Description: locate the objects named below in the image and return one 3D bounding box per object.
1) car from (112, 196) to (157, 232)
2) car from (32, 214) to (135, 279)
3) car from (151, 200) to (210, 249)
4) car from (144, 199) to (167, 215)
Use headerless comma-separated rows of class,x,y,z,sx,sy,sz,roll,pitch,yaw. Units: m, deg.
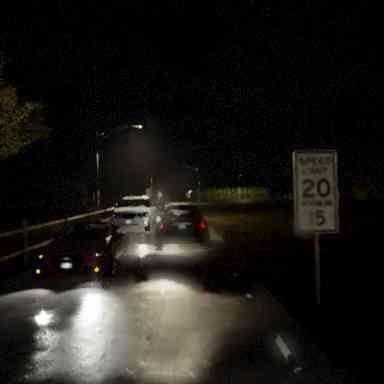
car,-3.505,1.272,20.833,2.150,2.045,5.566,-1,0,-1
car,-3.134,1.610,10.134,1.994,1.385,4.181,-1,0,-2
car,-0.441,1.333,14.646,2.097,1.767,4.553,-1,0,-2
car,-3.973,1.589,36.793,2.128,1.511,4.902,-1,0,-2
